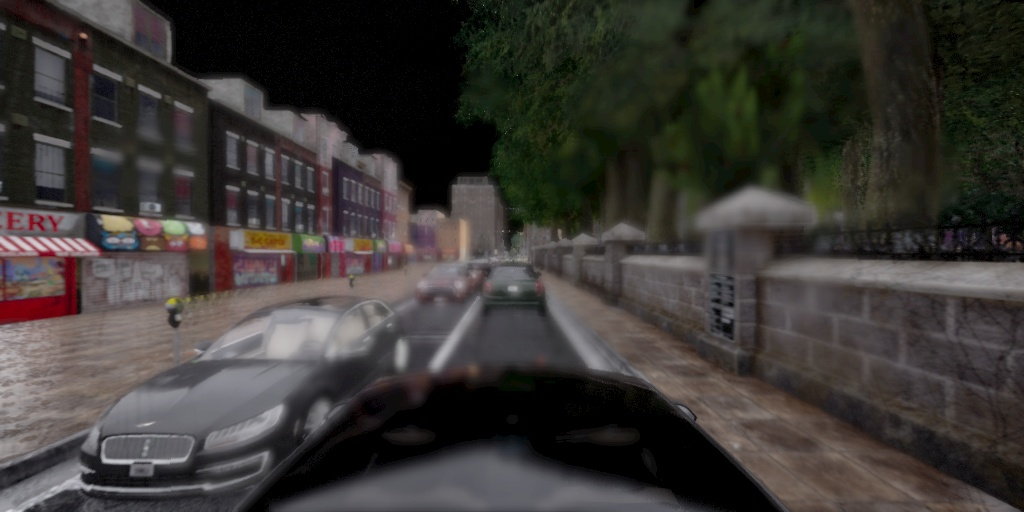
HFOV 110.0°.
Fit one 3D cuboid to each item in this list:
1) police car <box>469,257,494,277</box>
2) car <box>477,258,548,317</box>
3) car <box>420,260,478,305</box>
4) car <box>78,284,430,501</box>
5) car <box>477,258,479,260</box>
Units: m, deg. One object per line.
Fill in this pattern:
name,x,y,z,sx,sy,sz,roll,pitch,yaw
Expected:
police car,-2.749,0.980,33.591,1.930,1.638,5.238,0,0,0
car,0.091,1.032,13.038,2.097,1.767,4.553,0,0,0
car,-2.648,1.106,15.295,1.967,1.591,4.097,0,0,0
car,-2.651,1.282,4.756,2.007,1.370,4.403,0,0,0
car,-2.646,1.074,20.566,1.967,1.591,4.097,0,0,0
